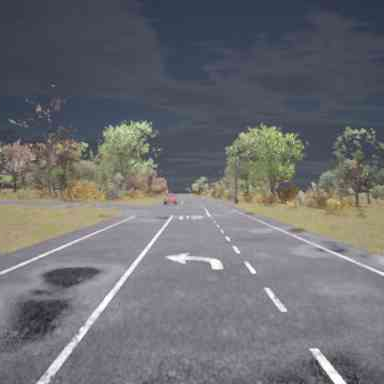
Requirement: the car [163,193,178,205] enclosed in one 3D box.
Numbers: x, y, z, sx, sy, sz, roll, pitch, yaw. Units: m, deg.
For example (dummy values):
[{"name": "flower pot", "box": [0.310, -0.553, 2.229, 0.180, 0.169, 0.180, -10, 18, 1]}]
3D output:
[{"name": "car", "box": [-3.652, 1.237, 57.030, 2.150, 2.045, 5.566, 0, 0, 0]}]
